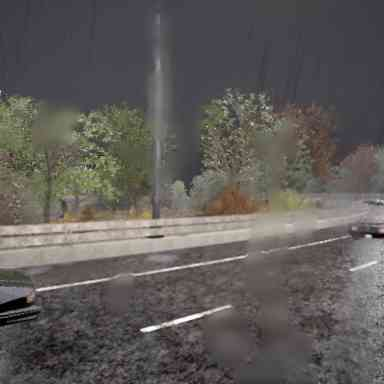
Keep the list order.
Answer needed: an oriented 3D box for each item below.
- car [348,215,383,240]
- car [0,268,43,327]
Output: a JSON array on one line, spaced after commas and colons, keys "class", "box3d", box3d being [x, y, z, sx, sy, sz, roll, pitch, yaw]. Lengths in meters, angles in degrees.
[{"class": "car", "box3d": [9.997, 1.859, 17.527, 1.895, 1.301, 4.718, 0, -1, 44]}, {"class": "car", "box3d": [-5.055, 1.546, 4.540, 5.357, 1.411, 2.033, 1, -1, -35]}]
